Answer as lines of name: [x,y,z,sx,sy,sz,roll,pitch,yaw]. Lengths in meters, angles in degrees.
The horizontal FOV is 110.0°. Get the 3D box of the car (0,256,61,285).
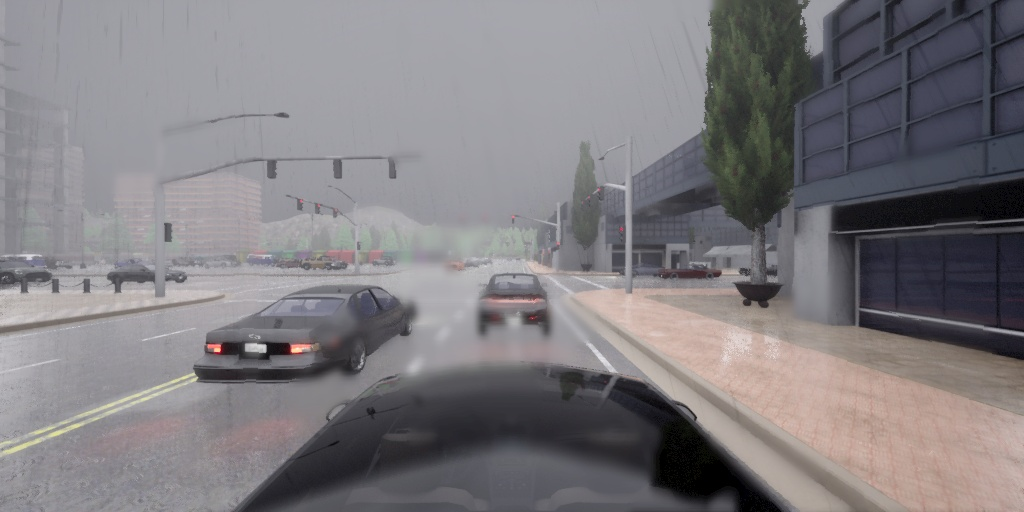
car: [-36.016,1.102,25.599,4.553,1.767,2.097,0,0,0]

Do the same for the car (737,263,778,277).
car: [23.936,1.351,33.557,4.718,1.301,1.895,0,0,0]

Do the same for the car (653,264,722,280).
car: [14.765,1.351,30.093,4.718,1.301,1.895,0,0,0]

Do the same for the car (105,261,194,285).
car: [-26.030,1.276,25.626,4.674,1.442,1.812,0,0,0]

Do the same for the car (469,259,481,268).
car: [-6.897,1.351,61.035,1.895,1.301,4.718,0,0,2]

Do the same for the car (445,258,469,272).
car: [-7.144,1.103,45.381,2.097,1.767,4.553,0,0,1]

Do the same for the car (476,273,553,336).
car: [0.068,1.242,10.382,2.128,1.511,4.902,0,0,0]

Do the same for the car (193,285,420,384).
car: [-3.437,1.297,7.352,2.033,1.411,5.357,0,0,0]

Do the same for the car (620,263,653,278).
car: [12.276,1.314,33.602,4.181,1.385,1.994,0,0,0]
